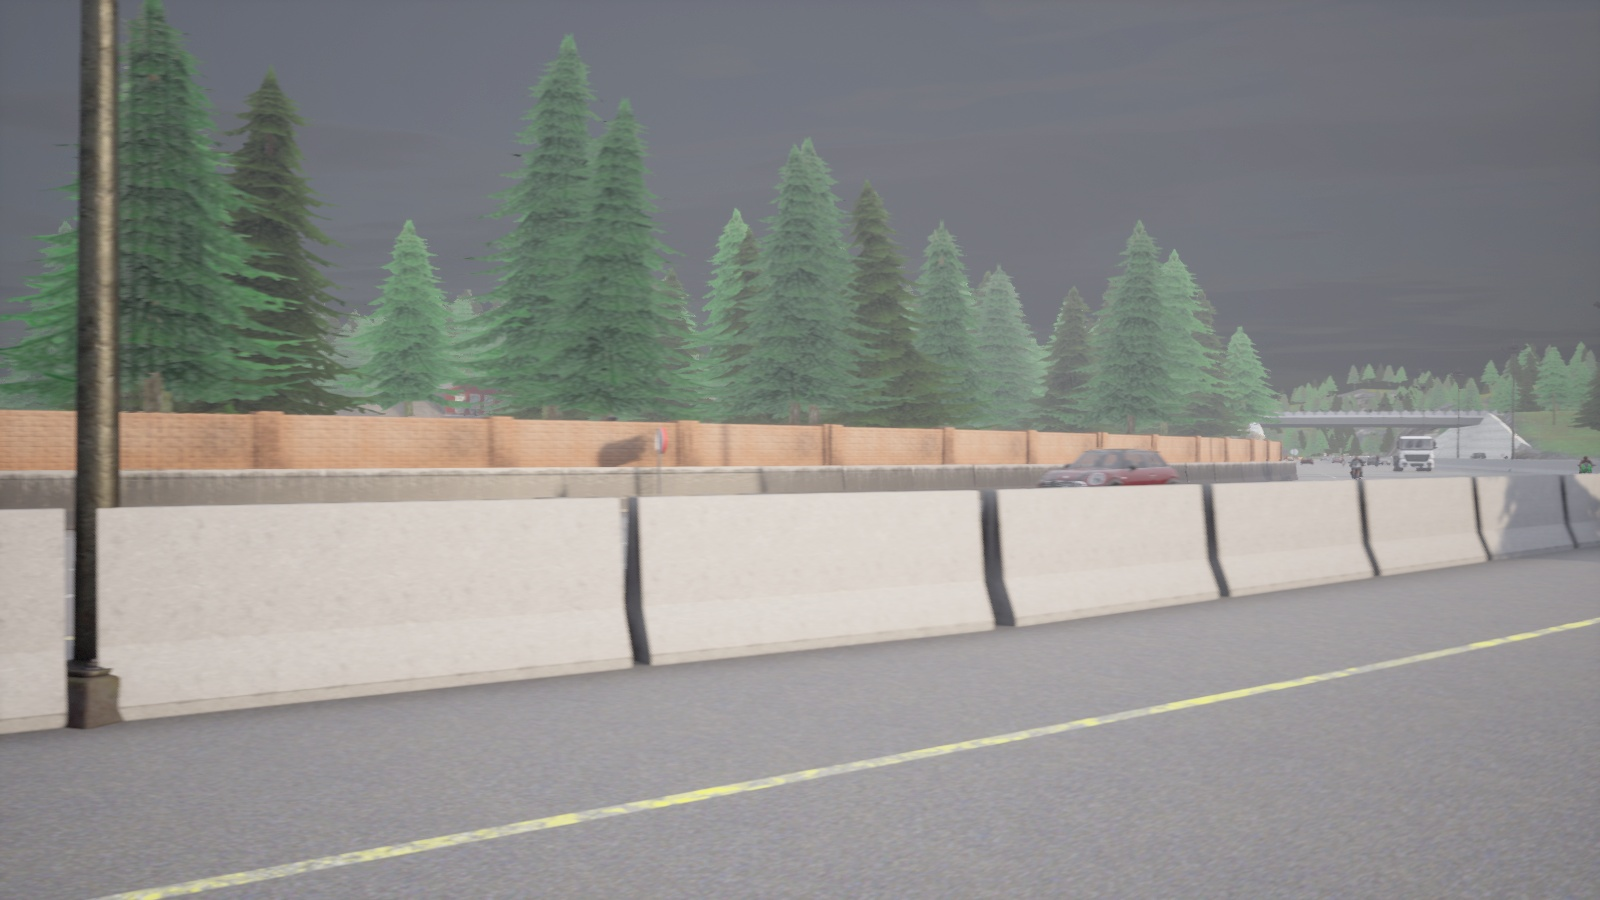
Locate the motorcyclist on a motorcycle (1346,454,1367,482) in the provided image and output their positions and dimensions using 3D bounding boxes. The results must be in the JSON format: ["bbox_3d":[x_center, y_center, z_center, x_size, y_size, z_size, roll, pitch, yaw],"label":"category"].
[{"bbox_3d":[30.311,0.976,68.388,0.866,1.530,2.191,-1,-1,29],"label":"motorcyclist on a motorcycle"}]

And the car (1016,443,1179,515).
[{"bbox_3d":[7.904,0.722,33.161,4.553,1.767,2.097,0,0,-45],"label":"car"}]
